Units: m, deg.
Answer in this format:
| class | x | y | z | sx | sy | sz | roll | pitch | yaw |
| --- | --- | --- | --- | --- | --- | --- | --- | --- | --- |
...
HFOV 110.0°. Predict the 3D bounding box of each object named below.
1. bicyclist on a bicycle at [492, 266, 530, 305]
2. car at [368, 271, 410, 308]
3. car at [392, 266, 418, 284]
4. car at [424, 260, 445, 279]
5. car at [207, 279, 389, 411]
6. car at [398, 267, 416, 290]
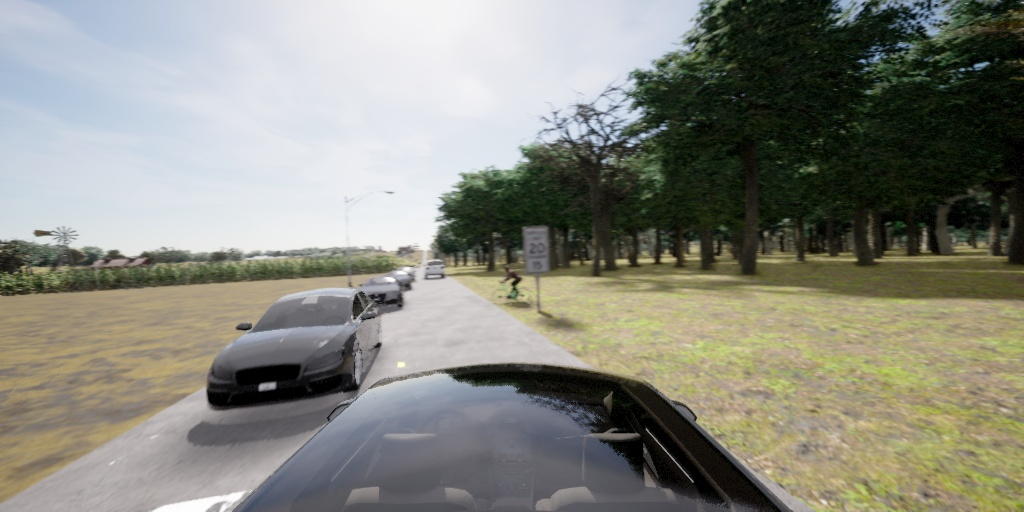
| class | x | y | z | sx | sy | sz | roll | pitch | yaw |
| --- | --- | --- | --- | --- | --- | --- | --- | --- | --- |
| bicyclist on a bicycle | -0.043 | 1.229 | 15.020 | 1.656 | 1.620 | 0.582 | -2 | 0 | -14 |
| car | -6.005 | 1.628 | 16.613 | 1.994 | 1.385 | 4.181 | -3 | 0 | -13 |
| car | -10.660 | 1.856 | 36.159 | 2.128 | 1.511 | 4.902 | -3 | 0 | -13 |
| car | -9.011 | 1.525 | 41.646 | 2.150 | 2.045 | 5.566 | -3 | 0 | -14 |
| car | -3.671 | 1.436 | 6.898 | 1.837 | 1.490 | 4.892 | -3 | 0 | -14 |
| car | -8.344 | 1.776 | 26.373 | 1.994 | 1.385 | 4.181 | -3 | 0 | -13 |
